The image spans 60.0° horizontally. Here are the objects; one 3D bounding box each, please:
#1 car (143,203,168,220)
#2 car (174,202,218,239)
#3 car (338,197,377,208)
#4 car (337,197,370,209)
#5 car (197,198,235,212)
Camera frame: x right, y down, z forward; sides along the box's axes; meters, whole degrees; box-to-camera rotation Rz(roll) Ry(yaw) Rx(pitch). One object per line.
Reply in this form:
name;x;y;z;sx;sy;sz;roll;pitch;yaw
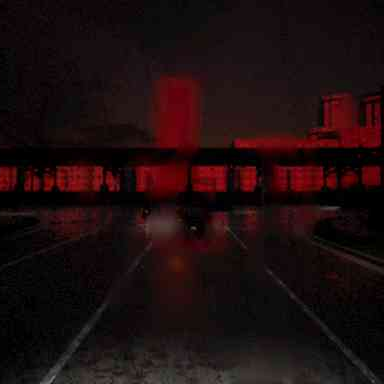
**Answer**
car;-3.167;1.615;28.592;1.895;1.301;4.718;0;0;-8
car;0.097;1.494;17.415;1.882;1.535;5.008;0;0;0
car;23.725;1.439;47.660;4.674;1.442;1.812;-1;0;1
car;21.936;1.430;44.210;4.892;1.490;1.837;-1;0;2
car;2.348;1.494;37.535;5.008;1.535;1.882;0;0;2
